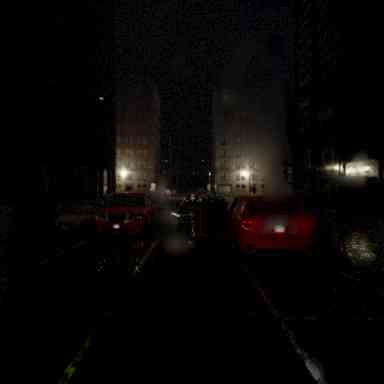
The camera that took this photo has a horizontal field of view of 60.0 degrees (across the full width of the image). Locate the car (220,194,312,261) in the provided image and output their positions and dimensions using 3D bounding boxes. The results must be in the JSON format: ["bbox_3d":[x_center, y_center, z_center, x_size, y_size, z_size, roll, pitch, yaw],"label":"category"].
[{"bbox_3d":[2.399,1.076,11.778,2.150,2.045,5.566,0,1,0],"label":"car"}]

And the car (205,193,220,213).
[{"bbox_3d":[2.683,1.106,34.843,2.008,1.369,4.403,0,1,0],"label":"car"}]

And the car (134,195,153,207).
[{"bbox_3d":[-5.840,1.058,40.510,1.802,1.307,4.206,0,1,0],"label":"car"}]

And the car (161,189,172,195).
[{"bbox_3d":[-5.826,0.389,68.703,2.192,1.841,5.009,0,1,0],"label":"car"}]

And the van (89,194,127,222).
[{"bbox_3d":[-5.849,1.048,23.589,1.690,1.788,3.998,0,1,0],"label":"van"}]

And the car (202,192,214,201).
[{"bbox_3d":[2.694,0.780,57.398,1.887,1.381,4.507,0,1,0],"label":"car"}]

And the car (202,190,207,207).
[{"bbox_3d":[2.689,0.836,46.119,1.967,1.590,4.097,0,1,0],"label":"car"}]

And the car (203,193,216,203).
[{"bbox_3d":[2.692,0.898,51.760,1.802,1.307,4.206,0,1,0],"label":"car"}]

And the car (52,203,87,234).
[{"bbox_3d":[-5.853,1.306,17.780,1.752,1.417,4.829,0,1,0],"label":"car"}]

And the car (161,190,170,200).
[{"bbox_3d":[-5.829,0.720,63.067,1.947,1.339,4.313,0,1,0],"label":"car"}]

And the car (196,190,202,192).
[{"bbox_3d":[0.023,0.828,50.293,2.128,1.511,4.902,0,1,0],"label":"car"}]

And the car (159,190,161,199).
[{"bbox_3d":[-5.837,0.836,46.148,1.967,1.590,4.097,0,1,0],"label":"car"}]

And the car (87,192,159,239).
[{"bbox_3d":[-3.095,1.020,16.373,2.150,2.045,5.566,0,1,0],"label":"car"}]

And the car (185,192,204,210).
[{"bbox_3d":[0.088,1.023,40.514,2.033,1.411,5.357,0,1,0],"label":"car"}]
